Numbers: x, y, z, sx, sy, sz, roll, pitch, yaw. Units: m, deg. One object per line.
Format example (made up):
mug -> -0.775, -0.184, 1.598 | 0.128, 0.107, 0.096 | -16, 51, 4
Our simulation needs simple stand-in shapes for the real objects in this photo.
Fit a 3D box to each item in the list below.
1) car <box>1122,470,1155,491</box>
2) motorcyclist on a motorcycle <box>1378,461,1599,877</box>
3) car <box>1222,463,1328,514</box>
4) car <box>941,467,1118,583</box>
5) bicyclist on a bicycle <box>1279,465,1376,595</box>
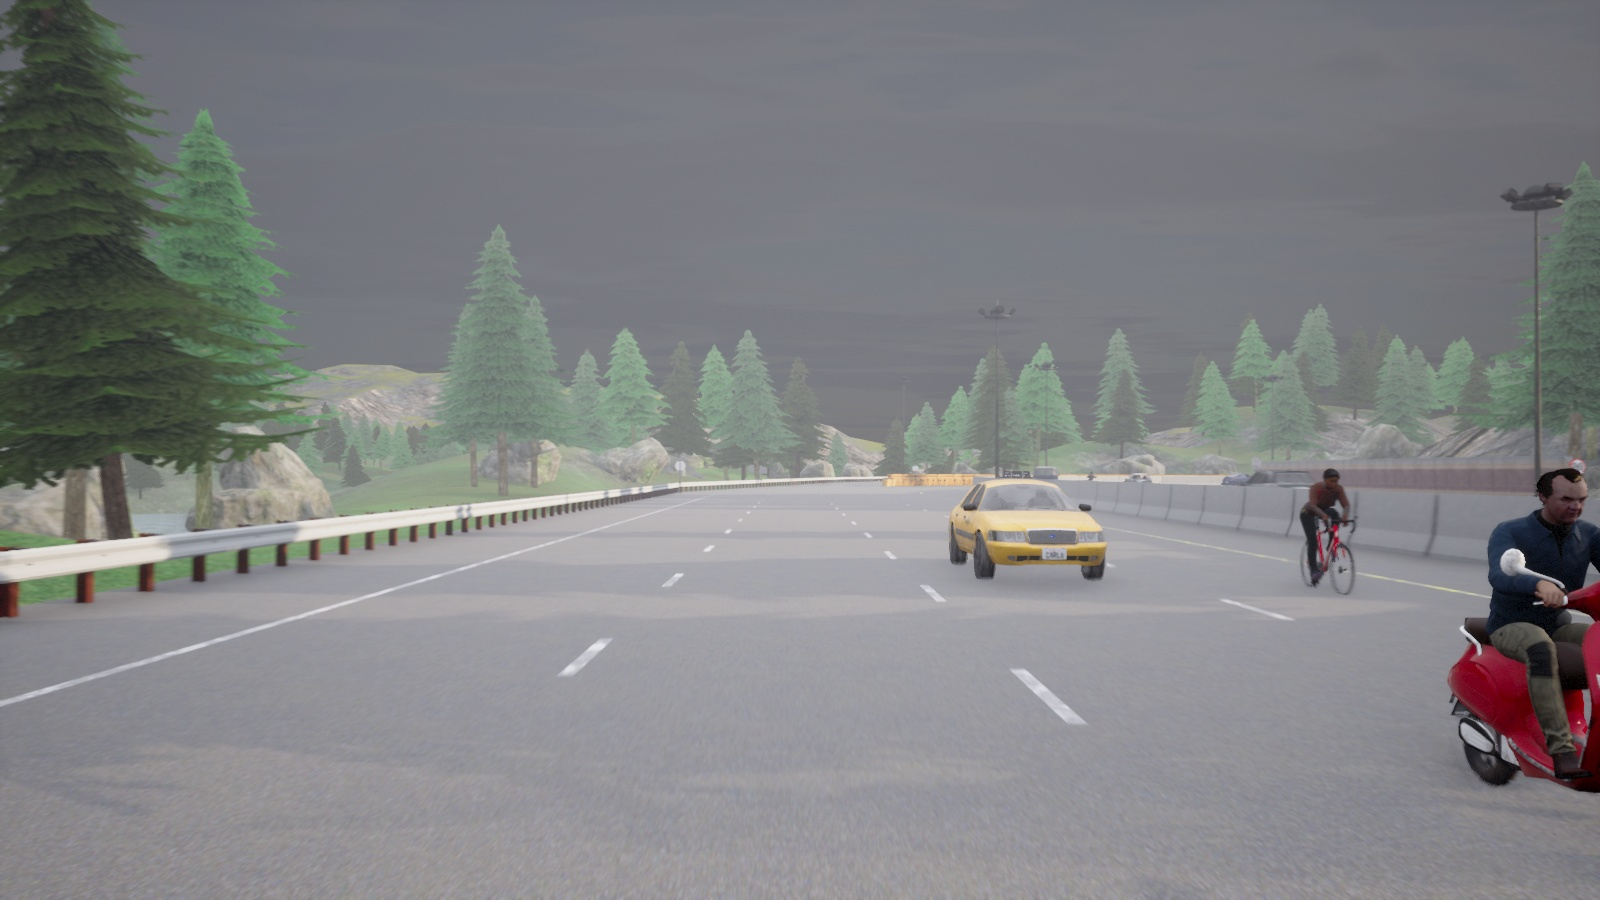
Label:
car -> 24.936, 2.224, 92.533 | 1.970, 1.475, 3.806 | 0, -1, 10
motorcyclist on a motorcycle -> 3.487, 0.849, 5.706 | 0.866, 1.590, 1.817 | 0, -1, 0
car -> 17.346, 1.373, 46.110 | 2.097, 1.767, 4.553 | 0, -1, 0
car -> 3.453, 1.072, 19.913 | 1.801, 1.575, 5.366 | 0, -1, 0
bicyclist on a bicycle -> 6.961, 1.017, 16.650 | 0.582, 1.620, 1.656 | 0, -1, 0
